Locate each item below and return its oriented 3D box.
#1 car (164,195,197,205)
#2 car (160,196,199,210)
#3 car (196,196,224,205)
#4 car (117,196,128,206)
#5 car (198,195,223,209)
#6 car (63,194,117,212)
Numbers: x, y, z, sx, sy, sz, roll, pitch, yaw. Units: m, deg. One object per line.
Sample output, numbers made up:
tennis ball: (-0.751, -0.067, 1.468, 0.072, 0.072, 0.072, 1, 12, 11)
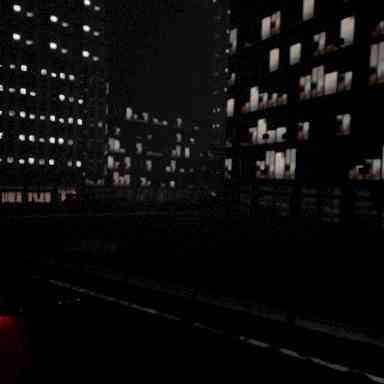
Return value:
car: (-1.757, 1.290, 51.852, 4.829, 1.417, 1.752, 1, 2, -34)
car: (-1.853, 1.557, 42.247, 4.507, 1.381, 1.887, 1, 2, -34)
car: (3.061, 1.409, 55.150, 4.313, 1.339, 1.947, 1, 2, -34)
car: (-10.974, 1.165, 45.548, 4.403, 1.369, 2.008, 1, 2, -34)
car: (2.834, 1.404, 45.441, 5.009, 1.841, 2.192, 1, 2, -34)
car: (-11.202, 1.176, 35.840, 5.009, 1.841, 2.192, 1, 2, -34)
